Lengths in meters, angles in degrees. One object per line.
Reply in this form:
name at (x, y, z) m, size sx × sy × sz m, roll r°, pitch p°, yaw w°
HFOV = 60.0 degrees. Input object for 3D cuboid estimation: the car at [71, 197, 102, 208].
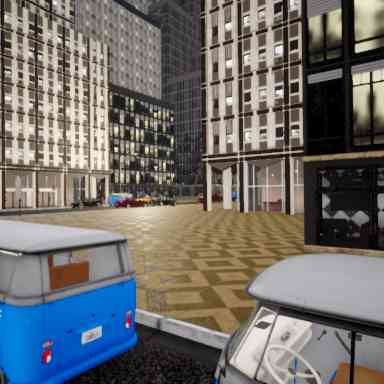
car at (-13.844, 1.395, 43.835) m, size 1.947 × 1.339 × 4.313 m, roll 0°, pitch 0°, yaw 36°

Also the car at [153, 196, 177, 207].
car at (-3.729, 1.224, 43.458) m, size 2.008 × 1.369 × 4.403 m, roll 0°, pitch 0°, yaw 36°

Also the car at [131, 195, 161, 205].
car at (-7.273, 1.270, 52.793) m, size 1.752 × 1.417 × 4.829 m, roll 0°, pitch 0°, yaw 36°

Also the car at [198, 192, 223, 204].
car at (2.939, 0.902, 52.549) m, size 2.192 × 1.841 × 5.009 m, roll 0°, pitch 0°, yaw 36°

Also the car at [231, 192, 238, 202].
car at (6.276, 1.094, 57.096) m, size 2.008 × 1.369 × 4.403 m, roll 0°, pitch 0°, yaw 36°

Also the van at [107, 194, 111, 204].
van at (-10.510, 1.127, 48.382) m, size 1.690 × 1.788 × 3.998 m, roll 0°, pitch 0°, yaw 36°

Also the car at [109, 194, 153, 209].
car at (-7.064, 1.261, 38.912) m, size 1.887 × 1.381 × 4.507 m, roll 0°, pitch 0°, yaw 36°

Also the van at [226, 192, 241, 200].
van at (9.508, 0.864, 75.669) m, size 1.690 × 1.788 × 3.998 m, roll 0°, pitch 0°, yaw 36°

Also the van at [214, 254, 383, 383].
van at (1.931, 1.341, 1.510) m, size 3.998 × 1.788 × 1.690 m, roll 0°, pitch -1°, yaw 36°

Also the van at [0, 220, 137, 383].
van at (-2.607, 1.341, 4.753) m, size 3.998 × 1.788 × 1.690 m, roll 0°, pitch -1°, yaw 36°

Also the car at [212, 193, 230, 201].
car at (6.173, 1.008, 71.122) m, size 1.967 × 1.590 × 4.097 m, roll 0°, pitch 0°, yaw 36°
